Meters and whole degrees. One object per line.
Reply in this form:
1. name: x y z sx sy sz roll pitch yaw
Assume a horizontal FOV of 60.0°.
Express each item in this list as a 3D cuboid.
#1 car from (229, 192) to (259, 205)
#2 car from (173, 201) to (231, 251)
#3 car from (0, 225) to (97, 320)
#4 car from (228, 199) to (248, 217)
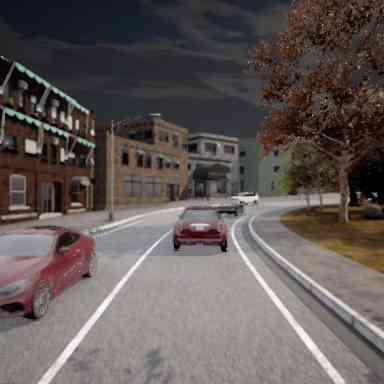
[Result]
1. car: 8.087 1.092 51.558 5.566 2.045 2.150 -1 0 -41
2. car: 0.422 1.366 14.440 2.097 1.767 4.553 0 0 3
3. car: -3.526 1.534 7.476 1.812 1.442 4.674 0 0 1
4. car: 3.797 1.596 31.856 1.895 1.301 4.718 0 0 19
